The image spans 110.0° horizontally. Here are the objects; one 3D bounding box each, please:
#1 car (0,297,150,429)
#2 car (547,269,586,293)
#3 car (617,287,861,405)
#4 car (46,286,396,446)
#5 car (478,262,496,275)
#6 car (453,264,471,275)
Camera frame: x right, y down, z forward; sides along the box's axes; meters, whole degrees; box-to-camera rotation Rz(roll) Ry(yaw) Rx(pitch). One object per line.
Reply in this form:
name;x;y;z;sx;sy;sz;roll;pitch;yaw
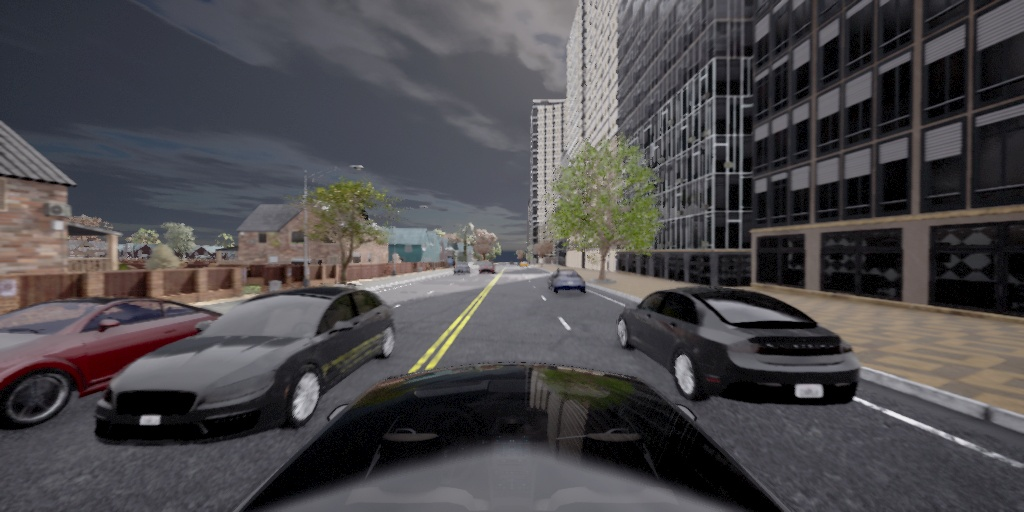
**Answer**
car;-6.601;1.348;5.507;1.994;1.385;4.181;0;-1;0
car;3.342;1.515;22.548;1.994;1.385;4.181;0;-1;0
car;3.347;1.299;6.466;1.837;1.490;4.892;0;-1;0
car;-3.351;1.292;5.750;1.837;1.490;4.892;0;-1;0
car;-3.331;1.577;48.612;2.097;1.767;4.553;0;-1;0
car;-6.587;1.779;47.767;1.994;1.385;4.181;0;-1;0
